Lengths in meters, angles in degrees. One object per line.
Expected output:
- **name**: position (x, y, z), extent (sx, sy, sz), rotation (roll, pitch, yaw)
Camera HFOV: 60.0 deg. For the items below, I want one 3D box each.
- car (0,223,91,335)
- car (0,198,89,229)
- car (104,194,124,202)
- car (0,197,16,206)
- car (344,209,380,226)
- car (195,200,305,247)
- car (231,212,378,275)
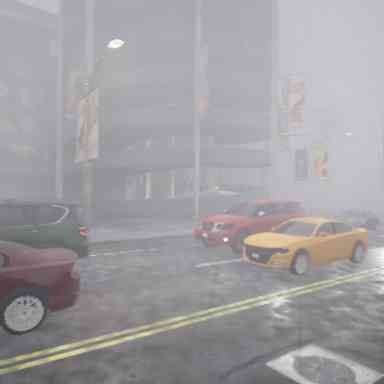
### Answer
- **car**: position (-4.348, 1.471, 5.190), extent (5.008, 1.535, 1.882), rotation (1, -1, -35)
- **car**: position (-5.516, 1.231, 8.652), extent (5.566, 2.045, 2.150), rotation (1, -1, -36)
- **car**: position (-15.346, 1.377, 65.081), extent (2.435, 2.045, 5.566), rotation (1, -1, -36)
- **car**: position (-29.882, 1.567, 53.602), extent (1.895, 1.301, 4.718), rotation (1, -1, -36)
- **car**: position (10.640, 1.827, 21.429), extent (2.033, 1.411, 5.357), rotation (0, -1, 40)
- **car**: position (2.788, 1.364, 14.538), extent (5.566, 2.045, 2.150), rotation (1, -1, -35)
- **car**: position (3.882, 1.604, 11.048), extent (5.008, 1.535, 1.882), rotation (1, -1, -35)
